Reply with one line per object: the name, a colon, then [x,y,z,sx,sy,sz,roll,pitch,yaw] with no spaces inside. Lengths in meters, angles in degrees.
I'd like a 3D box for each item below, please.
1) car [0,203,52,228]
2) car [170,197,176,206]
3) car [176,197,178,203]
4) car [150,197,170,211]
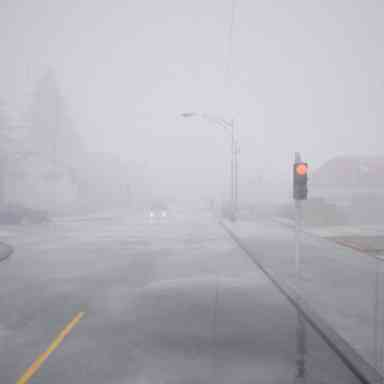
car: [-11.837,1.478,21.702,5.008,1.535,1.882,0,1,-1]
car: [-4.093,1.525,55.726,1.812,1.442,4.674,0,0,0]
car: [-4.006,1.709,70.215,2.128,1.511,4.902,0,0,0]
car: [-4.103,1.504,41.655,1.837,1.490,4.892,0,0,0]
